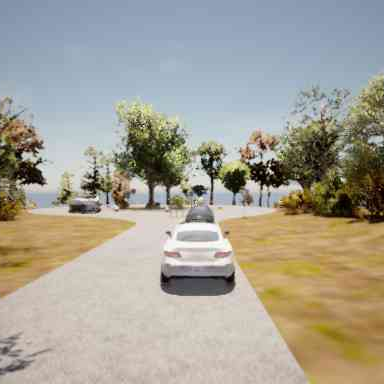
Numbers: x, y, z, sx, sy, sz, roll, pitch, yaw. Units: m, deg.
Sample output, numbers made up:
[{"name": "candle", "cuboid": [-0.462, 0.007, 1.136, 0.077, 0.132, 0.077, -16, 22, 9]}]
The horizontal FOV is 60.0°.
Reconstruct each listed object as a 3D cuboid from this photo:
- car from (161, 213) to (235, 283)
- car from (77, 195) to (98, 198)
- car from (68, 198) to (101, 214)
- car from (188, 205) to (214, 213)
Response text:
[{"name": "car", "cuboid": [0.165, 1.575, 9.694, 1.812, 1.442, 4.674, 0, 0, 1]}, {"name": "car", "cuboid": [-17.964, 1.501, 55.707, 2.150, 2.045, 5.566, 0, -1, 28]}, {"name": "car", "cuboid": [-12.121, 1.753, 37.701, 4.181, 1.385, 1.994, 0, 0, 40]}, {"name": "car", "cuboid": [0.678, 1.691, 25.247, 1.994, 1.385, 4.181, 0, 0, 5]}]
